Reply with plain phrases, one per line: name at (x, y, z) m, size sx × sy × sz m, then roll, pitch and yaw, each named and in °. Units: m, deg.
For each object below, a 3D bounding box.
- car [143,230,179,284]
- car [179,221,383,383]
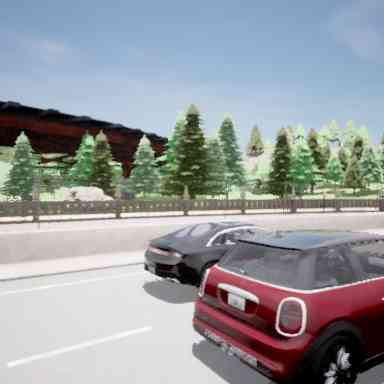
car at (1.172, 1.507, 8.618) m, size 4.902 × 1.511 × 2.128 m, roll 0°, pitch 0°, yaw -32°
car at (2.329, 1.364, 5.204) m, size 4.553 × 1.767 × 2.097 m, roll 0°, pitch 0°, yaw -33°
